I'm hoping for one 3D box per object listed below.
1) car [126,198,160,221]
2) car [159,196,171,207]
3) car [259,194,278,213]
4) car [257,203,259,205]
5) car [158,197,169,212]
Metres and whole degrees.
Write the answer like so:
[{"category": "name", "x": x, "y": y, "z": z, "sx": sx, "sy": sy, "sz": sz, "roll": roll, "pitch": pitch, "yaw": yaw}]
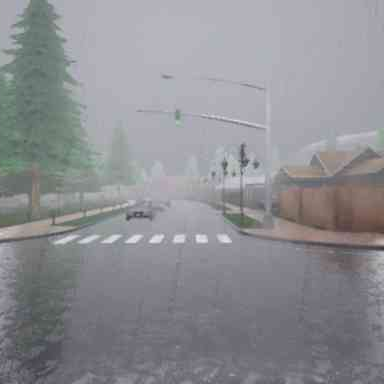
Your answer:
[{"category": "car", "x": -3.906, "y": 1.464, "z": 26.142, "sx": 1.994, "sy": 1.385, "sz": 4.181, "roll": 0, "pitch": 0, "yaw": 0}, {"category": "car", "x": -3.946, "y": 1.315, "z": 46.177, "sx": 1.882, "sy": 1.535, "sz": 5.008, "roll": 0, "pitch": 0, "yaw": 0}, {"category": "car", "x": 9.018, "y": 1.023, "z": 31.093, "sx": 4.605, "sy": 1.855, "sz": 1.932, "roll": 0, "pitch": 0, "yaw": 0}, {"category": "car", "x": 8.616, "y": 1.019, "z": 33.606, "sx": 3.866, "sy": 1.878, "sz": 1.905, "roll": 0, "pitch": 0, "yaw": 0}, {"category": "car", "x": -3.928, "y": 1.470, "z": 35.998, "sx": 1.895, "sy": 1.301, "sz": 4.718, "roll": 0, "pitch": 0, "yaw": 0}]
